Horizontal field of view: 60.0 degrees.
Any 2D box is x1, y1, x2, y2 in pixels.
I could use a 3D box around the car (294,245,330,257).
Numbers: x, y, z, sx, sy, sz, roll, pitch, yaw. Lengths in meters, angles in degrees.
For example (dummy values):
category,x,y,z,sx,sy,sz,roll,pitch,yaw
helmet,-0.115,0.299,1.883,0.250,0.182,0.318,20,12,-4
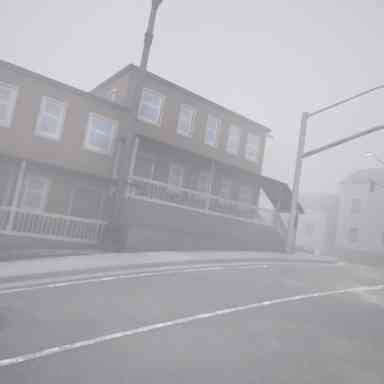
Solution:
category,x,y,z,sx,sy,sz,roll,pitch,yaw
car,9.809,5.497,29.200,2.097,1.767,4.553,13,-16,-34
